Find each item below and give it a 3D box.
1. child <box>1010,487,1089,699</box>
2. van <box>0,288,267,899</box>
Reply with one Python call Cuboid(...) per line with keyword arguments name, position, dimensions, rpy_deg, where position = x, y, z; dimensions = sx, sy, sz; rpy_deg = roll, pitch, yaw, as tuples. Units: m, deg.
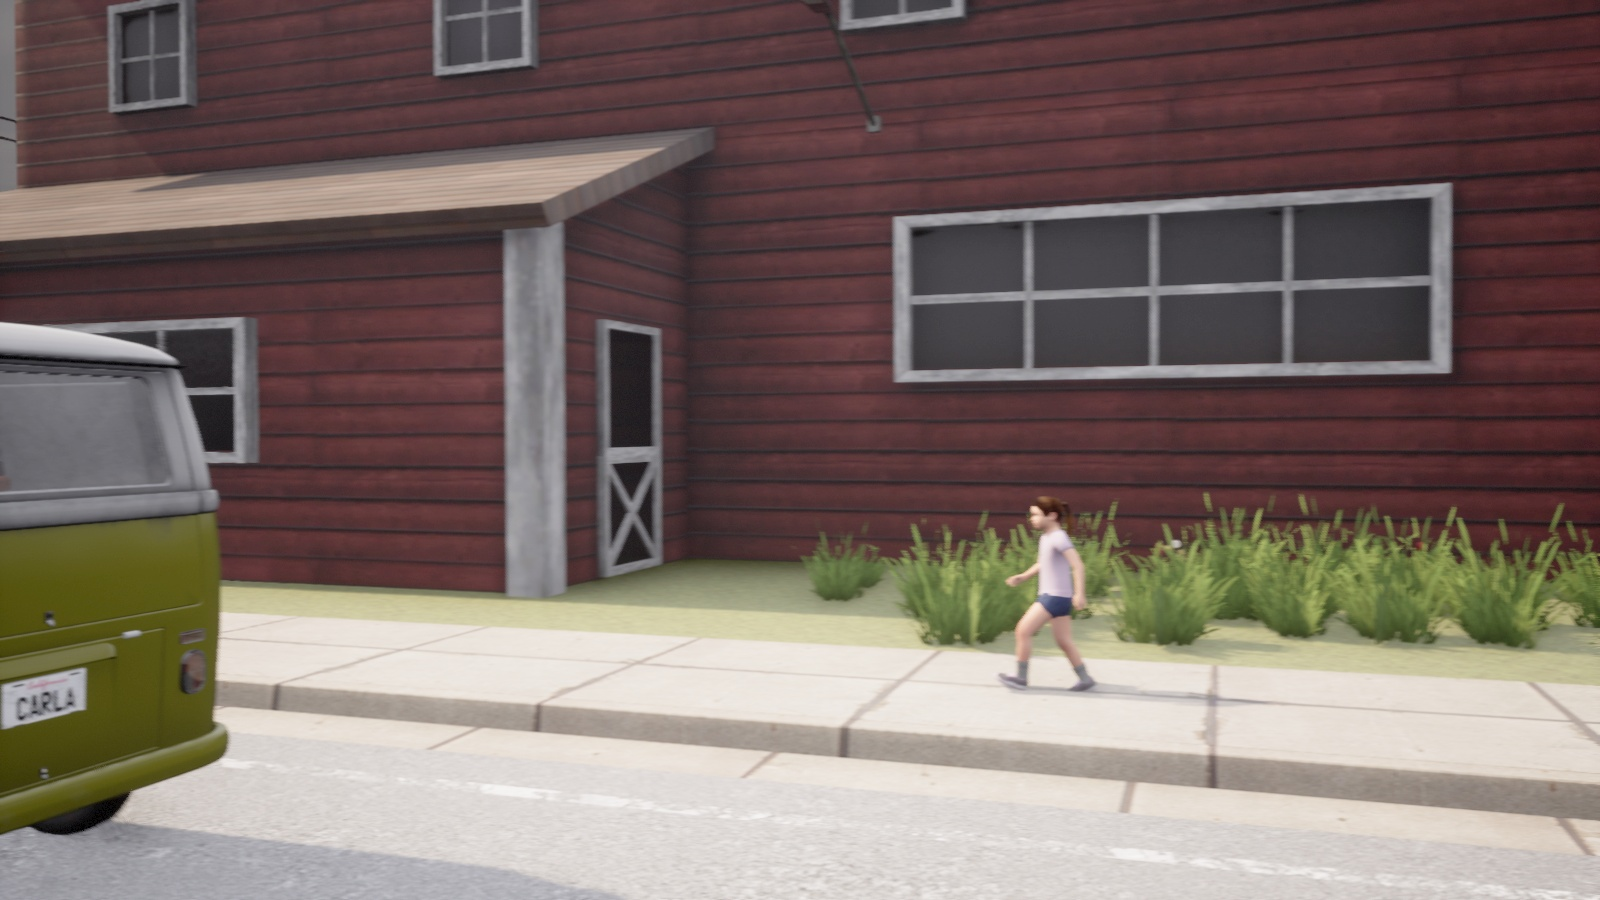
Cuboid(name="child", position=(1.347, 0.764, 6.813), dimensions=(0.394, 1.110, 0.255), rpy_deg=(0, 1, 7))
Cuboid(name="van", position=(-4.432, 0.488, 4.681), dimensions=(4.442, 1.987, 1.775), rpy_deg=(1, 1, 19))
